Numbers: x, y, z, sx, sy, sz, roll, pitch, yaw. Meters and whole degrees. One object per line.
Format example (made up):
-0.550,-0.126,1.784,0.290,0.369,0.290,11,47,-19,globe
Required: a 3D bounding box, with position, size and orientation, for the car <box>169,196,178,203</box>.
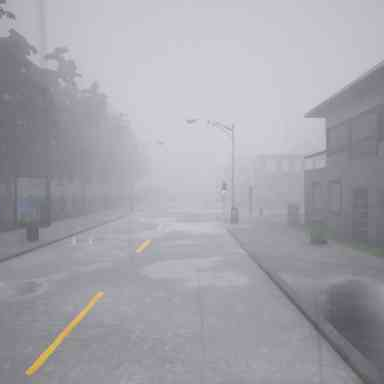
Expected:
-4.000,1.677,72.021,1.882,1.535,5.008,0,0,0,car
